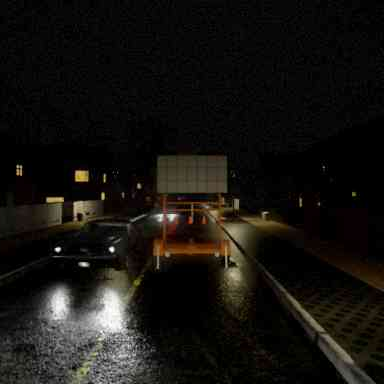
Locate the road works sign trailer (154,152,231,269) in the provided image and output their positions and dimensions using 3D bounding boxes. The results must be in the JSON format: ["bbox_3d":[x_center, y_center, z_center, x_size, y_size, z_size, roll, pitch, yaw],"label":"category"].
[{"bbox_3d":[0.010,0.472,11.103,2.380,3.560,2.880,0,0,0],"label":"road works sign trailer"}]

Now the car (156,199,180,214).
[{"bbox_3d":[-2.720,1.666,36.255,1.994,1.385,4.181,0,0,0],"label":"car"}]

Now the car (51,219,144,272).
[{"bbox_3d":[-2.841,1.609,10.985,1.895,1.301,4.718,0,0,0],"label":"car"}]

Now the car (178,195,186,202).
[{"bbox_3d":[-2.675,1.806,91.083,2.150,2.045,5.566,0,-1,0],"label":"car"}]
